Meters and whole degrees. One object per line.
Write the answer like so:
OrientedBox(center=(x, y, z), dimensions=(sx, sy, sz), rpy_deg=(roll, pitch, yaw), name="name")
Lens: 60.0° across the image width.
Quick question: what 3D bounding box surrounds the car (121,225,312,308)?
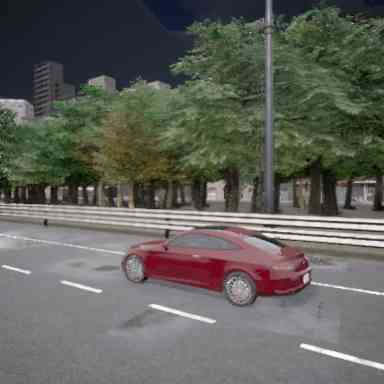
OrientedBox(center=(0.376, 1.527, 7.900), dimensions=(4.674, 1.442, 1.812), rpy_deg=(0, 0, 36), name="car")
